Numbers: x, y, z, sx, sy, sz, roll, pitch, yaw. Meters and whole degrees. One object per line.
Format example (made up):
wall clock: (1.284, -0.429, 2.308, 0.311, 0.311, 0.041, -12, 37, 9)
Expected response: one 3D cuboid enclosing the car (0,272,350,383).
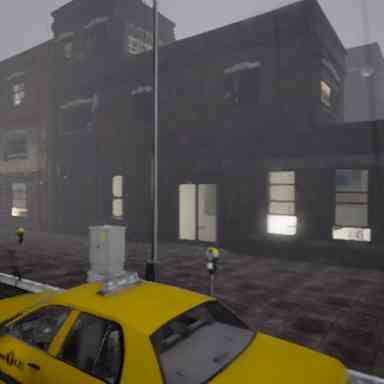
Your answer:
car: (-0.939, 1.543, 3.530, 4.829, 1.417, 1.752, 0, 1, 35)
